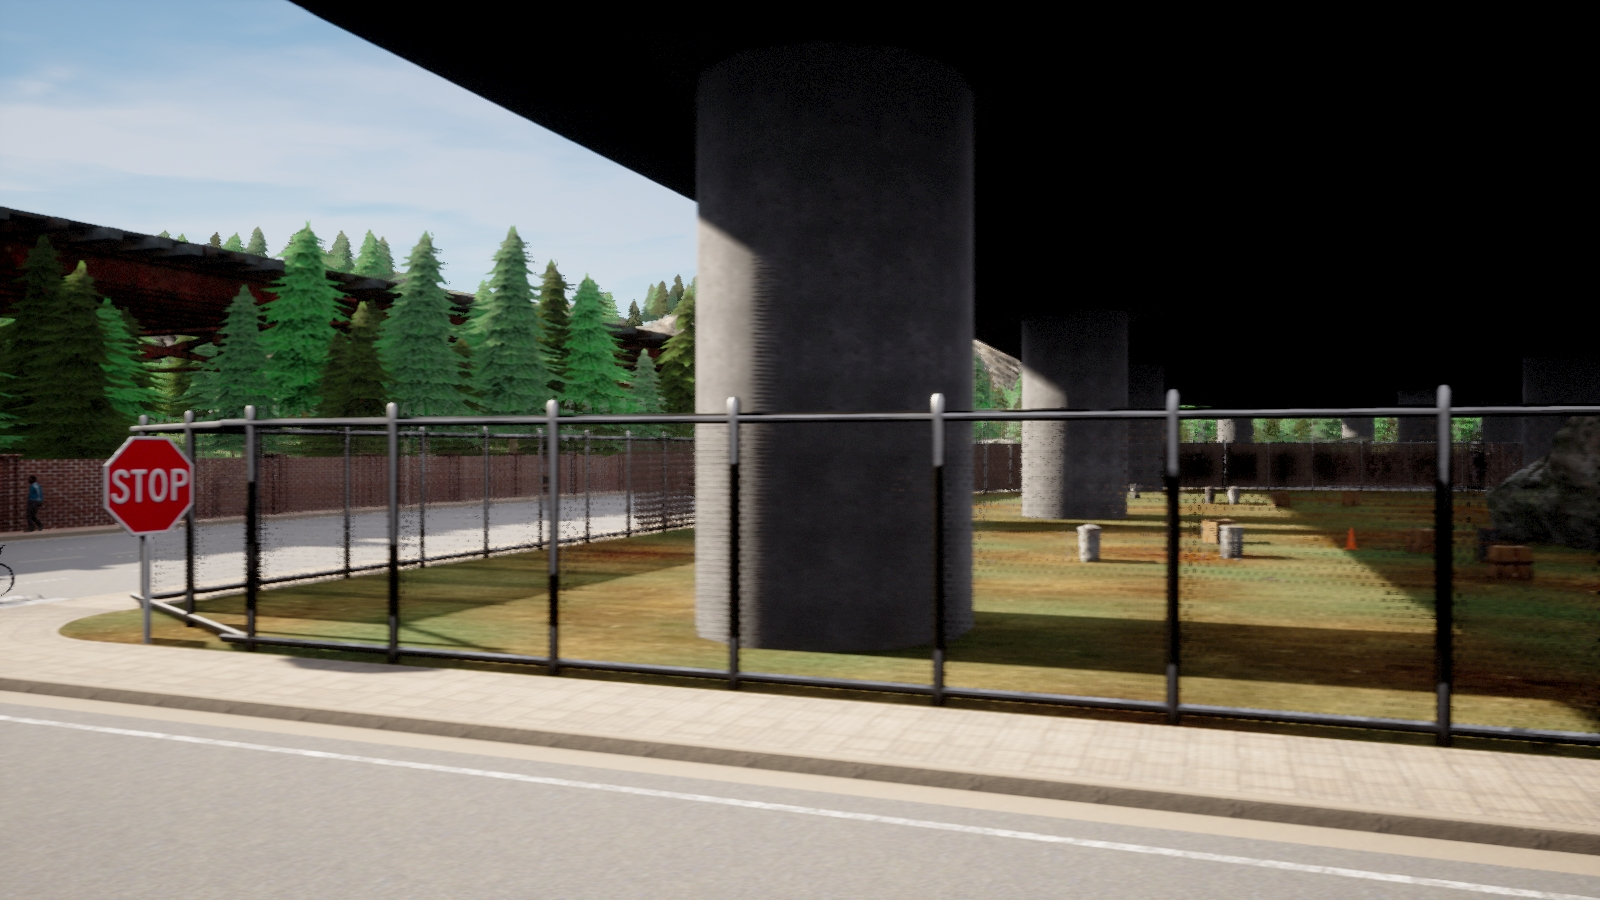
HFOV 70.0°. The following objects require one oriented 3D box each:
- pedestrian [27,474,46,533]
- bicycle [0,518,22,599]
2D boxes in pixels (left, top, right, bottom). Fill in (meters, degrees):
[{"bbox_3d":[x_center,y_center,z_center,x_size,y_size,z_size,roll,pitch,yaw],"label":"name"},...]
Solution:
[{"bbox_3d":[-24.346,1.694,36.431,0.375,1.860,0.375,0,0,18],"label":"pedestrian"},{"bbox_3d":[-15.346,2.055,21.158,0.373,1.496,1.643,0,0,19],"label":"bicycle"}]
